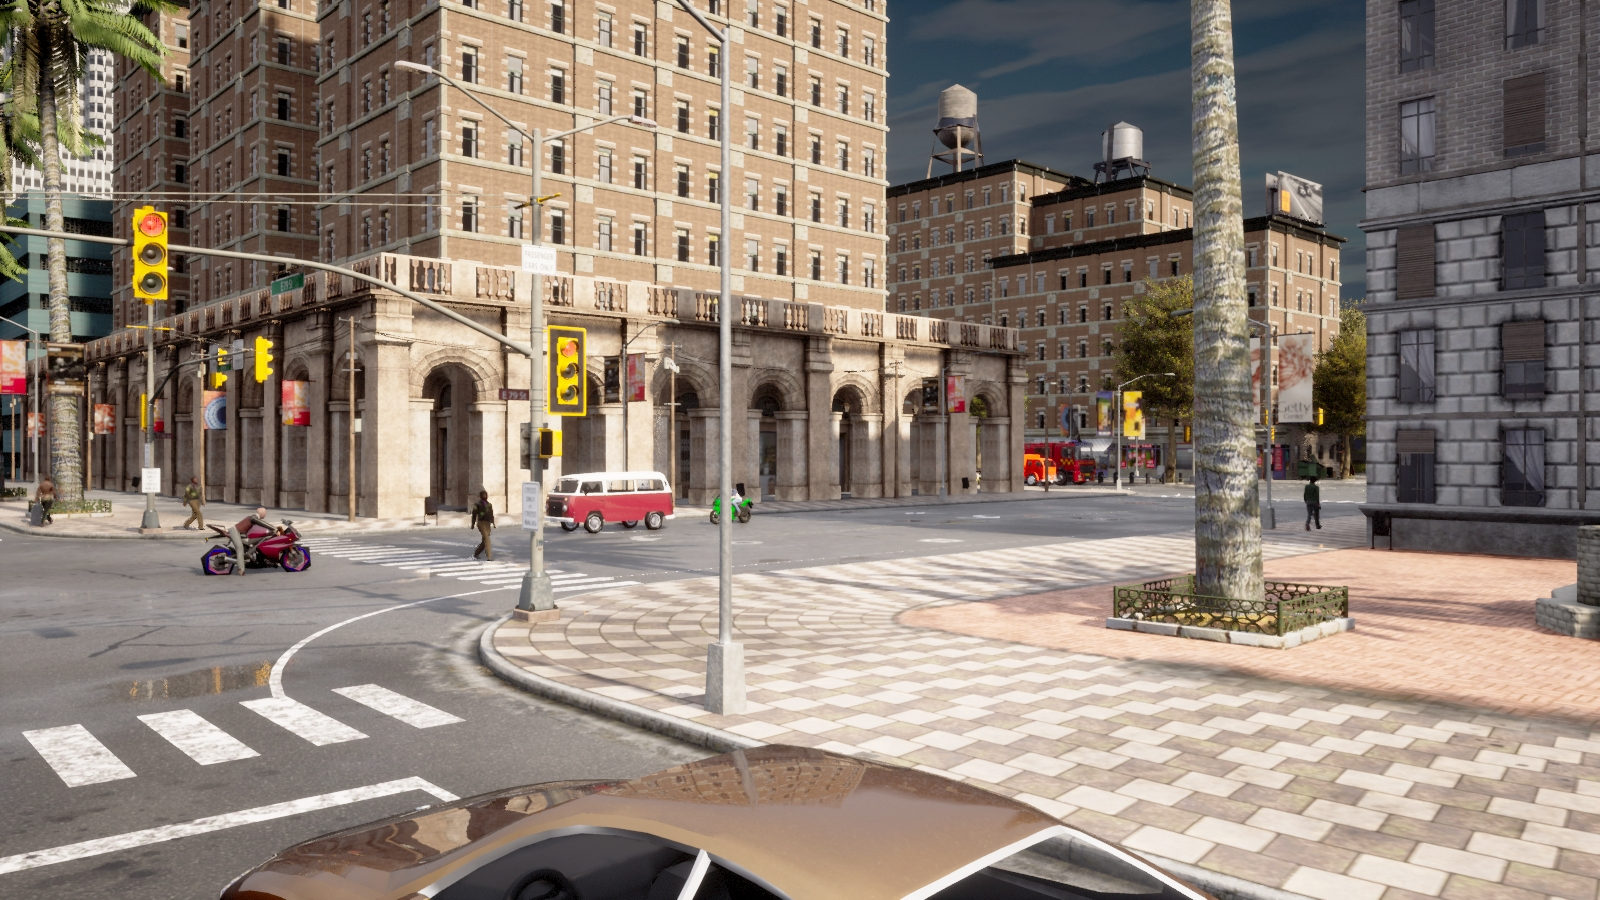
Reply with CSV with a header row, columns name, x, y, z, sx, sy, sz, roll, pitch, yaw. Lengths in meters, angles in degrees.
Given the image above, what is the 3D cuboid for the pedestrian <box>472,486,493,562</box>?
name,x,y,z,sx,sy,sz,roll,pitch,yaw
pedestrian,-7.953,1.849,28.625,0.375,1.860,0.375,0,0,44

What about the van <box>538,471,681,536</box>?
name,x,y,z,sx,sy,sz,roll,pitch,yaw
van,-6.553,1.783,39.554,4.480,2.038,2.069,0,0,-42

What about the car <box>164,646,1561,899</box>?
name,x,y,z,sx,sy,sz,roll,pitch,yaw
car,-0.308,1.992,4.309,5.027,1.651,2.152,0,0,42

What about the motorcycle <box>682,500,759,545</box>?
name,x,y,z,sx,sy,sz,roll,pitch,yaw
motorcycle,-2.427,2.205,35.063,2.209,1.251,0.867,0,0,-28

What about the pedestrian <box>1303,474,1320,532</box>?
name,x,y,z,sx,sy,sz,roll,pitch,yaw
pedestrian,16.465,1.697,36.774,0.375,1.860,0.375,0,0,-41

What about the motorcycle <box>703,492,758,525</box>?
name,x,y,z,sx,sy,sz,roll,pitch,yaw
motorcycle,-2.608,2.213,43.140,2.033,1.145,0.803,0,0,-43

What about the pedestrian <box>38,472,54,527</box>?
name,x,y,z,sx,sy,sz,roll,pitch,yaw
pedestrian,-25.902,1.696,39.260,0.375,1.860,0.375,0,0,-14

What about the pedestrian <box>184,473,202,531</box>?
name,x,y,z,sx,sy,sz,roll,pitch,yaw
pedestrian,-19.730,1.696,37.153,0.375,1.860,0.375,0,0,19

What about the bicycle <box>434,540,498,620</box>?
name,x,y,z,sx,sy,sz,roll,pitch,yaw
bicycle,-5.762,2.206,19.647,0.373,1.196,1.643,0,0,-42
